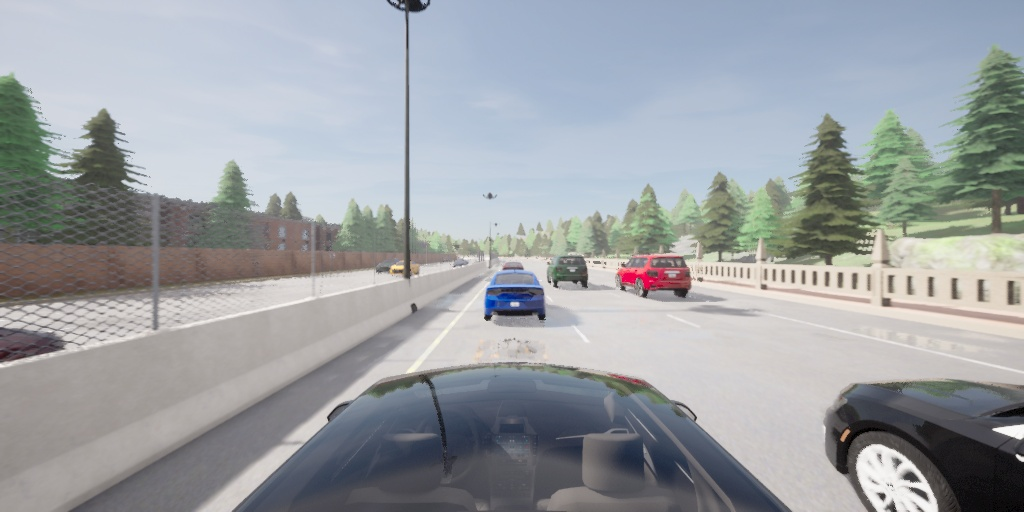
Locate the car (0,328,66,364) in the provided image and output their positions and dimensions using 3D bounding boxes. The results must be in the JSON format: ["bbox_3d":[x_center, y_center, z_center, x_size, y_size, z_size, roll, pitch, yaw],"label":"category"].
[{"bbox_3d":[-7.099,1.313,3.198,1.994,1.385,4.181,0,0,0],"label":"car"}]

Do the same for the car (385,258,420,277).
[{"bbox_3d":[-10.583,1.210,35.824,1.882,1.535,5.008,0,0,0],"label":"car"}]

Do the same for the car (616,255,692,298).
[{"bbox_3d":[7.108,0.963,18.568,2.150,2.045,5.566,0,0,0],"label":"car"}]

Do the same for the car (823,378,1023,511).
[{"bbox_3d":[3.600,1.255,1.068,1.837,1.490,4.892,0,0,0],"label":"car"}]

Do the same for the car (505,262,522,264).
[{"bbox_3d":[0.113,1.212,31.038,1.882,1.535,5.008,0,0,0],"label":"car"}]

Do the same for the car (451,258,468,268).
[{"bbox_3d":[-7.150,1.250,51.188,1.812,1.442,4.674,0,0,-1],"label":"car"}]

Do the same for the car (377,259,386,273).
[{"bbox_3d":[-14.085,1.080,41.860,2.097,1.767,4.553,0,0,0],"label":"car"}]

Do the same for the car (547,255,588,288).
[{"bbox_3d":[3.610,0.960,24.018,2.150,2.045,5.566,0,0,0],"label":"car"}]

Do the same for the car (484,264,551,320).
[{"bbox_3d":[0.102,1.222,12.672,1.882,1.535,5.008,0,0,0],"label":"car"}]
